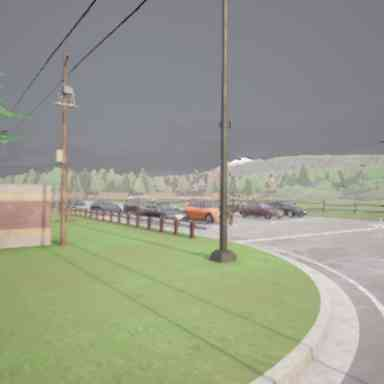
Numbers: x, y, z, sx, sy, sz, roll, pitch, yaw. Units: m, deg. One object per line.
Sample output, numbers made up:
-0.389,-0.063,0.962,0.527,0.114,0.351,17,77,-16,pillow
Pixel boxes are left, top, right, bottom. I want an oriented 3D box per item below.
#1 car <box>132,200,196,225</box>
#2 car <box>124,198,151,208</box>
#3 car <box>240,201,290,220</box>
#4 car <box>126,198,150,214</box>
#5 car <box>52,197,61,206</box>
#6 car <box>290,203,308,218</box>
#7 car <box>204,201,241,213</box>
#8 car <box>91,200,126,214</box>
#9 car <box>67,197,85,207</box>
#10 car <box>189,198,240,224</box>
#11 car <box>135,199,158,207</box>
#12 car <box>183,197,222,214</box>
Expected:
-2.229,1.591,24.986,2.128,1.511,4.902,1,0,-36,car
-8.574,1.674,51.716,2.128,1.511,4.902,1,0,-36,car
6.418,1.708,30.950,1.812,1.442,4.674,1,0,-36,car
-5.537,1.479,35.536,2.097,1.767,4.553,1,0,-36,car
-21.715,1.608,52.065,1.837,1.490,4.892,1,-1,-35,car
9.142,1.715,33.158,1.837,1.490,4.892,1,0,-36,car
3.646,1.811,40.757,1.895,1.301,4.718,1,0,-36,car
-8.936,1.602,34.261,1.837,1.490,4.892,1,0,-36,car
-18.983,1.635,54.262,1.837,1.490,4.892,1,-1,-35,car
1.254,1.480,26.145,2.097,1.767,4.553,1,0,-36,car
-7.830,1.811,56.692,1.895,1.301,4.718,1,0,-35,car
1.173,1.535,38.206,2.097,1.767,4.553,1,0,-36,car
